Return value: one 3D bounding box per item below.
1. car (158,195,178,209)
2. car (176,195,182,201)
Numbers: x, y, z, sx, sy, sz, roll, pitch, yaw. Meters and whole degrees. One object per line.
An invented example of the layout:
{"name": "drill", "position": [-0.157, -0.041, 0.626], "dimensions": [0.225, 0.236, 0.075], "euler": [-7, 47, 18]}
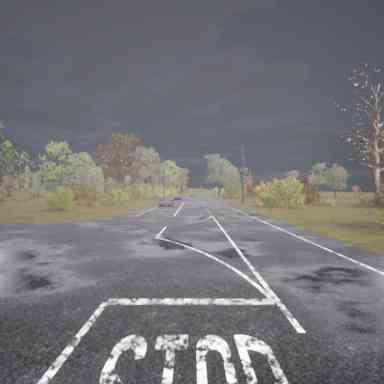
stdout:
{"name": "car", "position": [-3.393, 1.508, 44.858], "dimensions": [1.994, 1.385, 4.181], "euler": [0, 0, 0]}
{"name": "car", "position": [-3.308, 1.408, 78.086], "dimensions": [2.033, 1.411, 5.357], "euler": [0, 0, 2]}
